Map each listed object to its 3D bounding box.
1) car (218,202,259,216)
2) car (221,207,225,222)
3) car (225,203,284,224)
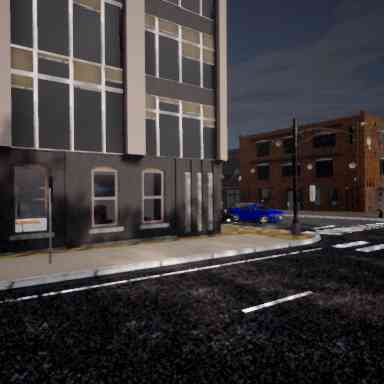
[{"bbox_3d":[5.260,1.913,38.108,2.008,1.369,4.403,-2,0,-37],"label":"car"},{"bbox_3d":[1.632,1.930,28.515,1.947,1.339,4.313,-2,0,-37],"label":"car"},{"bbox_3d":[5.418,1.772,28.006,1.882,1.535,5.008,-1,0,-37],"label":"car"}]
